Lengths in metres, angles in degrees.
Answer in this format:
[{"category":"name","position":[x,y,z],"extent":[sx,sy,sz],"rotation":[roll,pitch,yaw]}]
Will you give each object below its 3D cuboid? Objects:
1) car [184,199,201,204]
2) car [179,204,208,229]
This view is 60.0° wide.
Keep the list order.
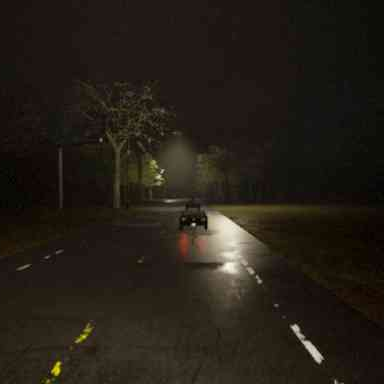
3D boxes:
[{"category":"car","position":[0.110,1.676,41.498],"extent":[1.837,1.490,4.892],"rotation":[0,0,0]},{"category":"car","position":[0.106,1.760,23.031],"extent":[1.895,1.301,4.718],"rotation":[0,0,0]}]
